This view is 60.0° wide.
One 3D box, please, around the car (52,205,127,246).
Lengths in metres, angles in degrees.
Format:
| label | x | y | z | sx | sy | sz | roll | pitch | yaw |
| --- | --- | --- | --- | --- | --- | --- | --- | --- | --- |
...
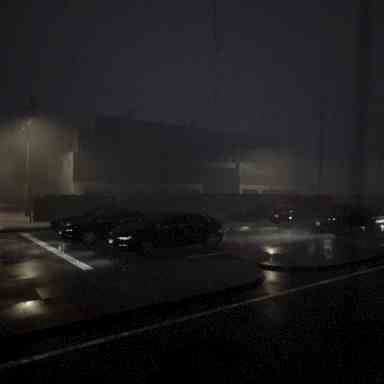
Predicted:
| label | x | y | z | sx | sy | sz | roll | pitch | yaw |
| --- | --- | --- | --- | --- | --- | --- | --- | --- | --- |
| car | -3.595 | 1.508 | 15.511 | 4.892 | 1.490 | 1.837 | 0 | 0 | -34 |

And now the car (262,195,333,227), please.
| label | x | y | z | sx | sy | sz | roll | pitch | yaw |
| --- | --- | --- | --- | --- | --- | --- | --- | --- | --- |
| car | 7.823 | 1.233 | 23.322 | 5.566 | 2.045 | 2.150 | 1 | 0 | -34 |

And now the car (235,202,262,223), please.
| label | x | y | z | sx | sy | sz | roll | pitch | yaw |
| --- | --- | --- | --- | --- | --- | --- | --- | --- | --- |
| car | 5.087 | 1.486 | 25.702 | 5.008 | 1.535 | 1.882 | 0 | 0 | -34 |

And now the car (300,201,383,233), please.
| label | x | y | z | sx | sy | sz | roll | pitch | yaw |
| --- | --- | --- | --- | --- | --- | --- | --- | --- | --- |
| car | 9.057 | 1.501 | 19.938 | 4.902 | 1.511 | 2.128 | 0 | 0 | -34 |

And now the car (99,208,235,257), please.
| label | x | y | z | sx | sy | sz | roll | pitch | yaw |
| --- | --- | --- | --- | --- | --- | --- | --- | --- | --- |
| car | -0.873 | 1.509 | 13.120 | 4.892 | 1.490 | 1.837 | 0 | 0 | -35 |

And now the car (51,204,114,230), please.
| label | x | y | z | sx | sy | sz | roll | pitch | yaw |
| --- | --- | --- | --- | --- | --- | --- | --- | --- | --- |
| car | -5.227 | 1.481 | 18.649 | 5.008 | 1.535 | 1.882 | 0 | 0 | -34 |
